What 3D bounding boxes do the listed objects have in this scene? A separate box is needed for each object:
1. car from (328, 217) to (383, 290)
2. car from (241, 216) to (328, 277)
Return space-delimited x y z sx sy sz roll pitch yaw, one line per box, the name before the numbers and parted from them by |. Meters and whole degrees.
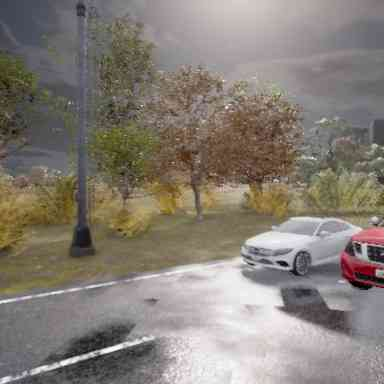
car | 5.856 1.180 7.863 5.566 2.045 2.150 0 0 -36
car | 3.611 1.487 10.254 4.674 1.442 1.812 0 0 -35
